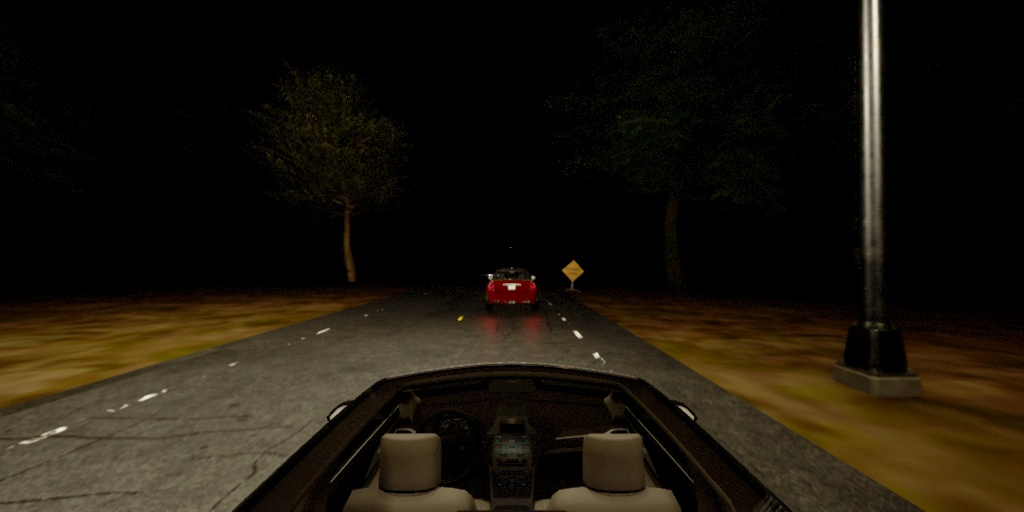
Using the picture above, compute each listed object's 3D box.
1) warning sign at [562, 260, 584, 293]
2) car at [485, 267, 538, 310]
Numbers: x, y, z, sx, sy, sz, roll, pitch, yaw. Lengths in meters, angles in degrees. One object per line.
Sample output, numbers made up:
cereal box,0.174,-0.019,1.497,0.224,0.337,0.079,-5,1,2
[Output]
warning sign,3.540,1.160,21.197,1.300,1.860,1.060,0,0,0
car,-0.005,1.291,15.926,2.097,1.767,4.553,0,-1,0
